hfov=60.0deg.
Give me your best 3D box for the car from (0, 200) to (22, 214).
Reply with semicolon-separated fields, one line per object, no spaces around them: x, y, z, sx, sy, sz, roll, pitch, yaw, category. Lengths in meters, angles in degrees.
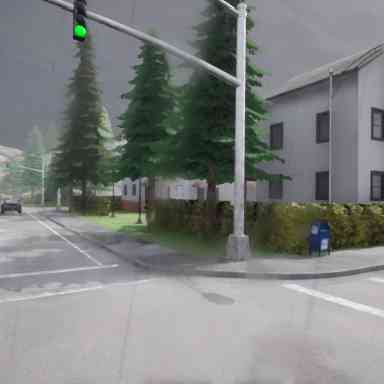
-20.474;1.658;37.694;1.837;1.490;4.892;1;-1;-32;car
